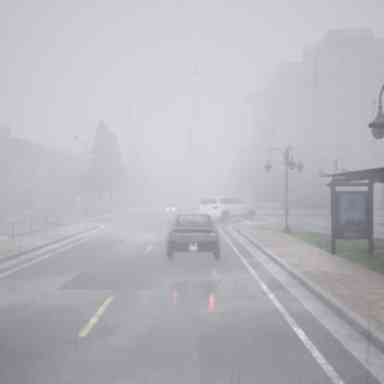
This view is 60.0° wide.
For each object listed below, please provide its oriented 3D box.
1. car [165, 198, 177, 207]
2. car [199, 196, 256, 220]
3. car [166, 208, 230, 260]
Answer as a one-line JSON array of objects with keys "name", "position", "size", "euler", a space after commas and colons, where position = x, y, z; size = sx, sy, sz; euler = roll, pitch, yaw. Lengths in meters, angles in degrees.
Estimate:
[{"name": "car", "position": [-3.546, 1.840, 57.156], "size": [2.128, 1.511, 4.902], "euler": [0, 0, 0]}, {"name": "car", "position": [2.974, 1.388, 27.567], "size": [5.566, 2.045, 2.150], "euler": [0, -2, -45]}, {"name": "car", "position": [0.061, 1.571, 12.856], "size": [2.128, 1.511, 4.902], "euler": [0, 0, 0]}]
